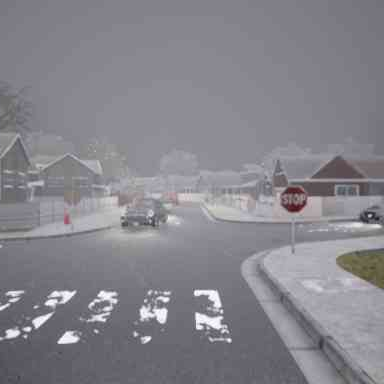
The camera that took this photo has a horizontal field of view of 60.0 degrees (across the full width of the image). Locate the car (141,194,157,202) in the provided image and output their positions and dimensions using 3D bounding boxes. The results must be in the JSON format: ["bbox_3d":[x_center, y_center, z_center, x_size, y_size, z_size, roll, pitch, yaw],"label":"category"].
[{"bbox_3d":[-8.797,1.136,67.317,1.882,1.535,5.008,0,0,-24],"label":"car"}]

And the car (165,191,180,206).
[{"bbox_3d":[-3.025,0.926,48.895,2.150,2.045,5.566,0,0,-2],"label":"car"}]

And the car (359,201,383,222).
[{"bbox_3d":[12.873,1.276,21.542,4.181,1.385,1.994,-1,0,-25],"label":"car"}]

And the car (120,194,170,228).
[{"bbox_3d":[-2.958,1.208,21.096,2.097,1.767,4.553,0,0,6],"label":"car"}]

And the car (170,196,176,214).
[{"bbox_3d":[-2.917,1.390,32.288,1.895,1.301,4.718,0,0,0],"label":"car"}]
